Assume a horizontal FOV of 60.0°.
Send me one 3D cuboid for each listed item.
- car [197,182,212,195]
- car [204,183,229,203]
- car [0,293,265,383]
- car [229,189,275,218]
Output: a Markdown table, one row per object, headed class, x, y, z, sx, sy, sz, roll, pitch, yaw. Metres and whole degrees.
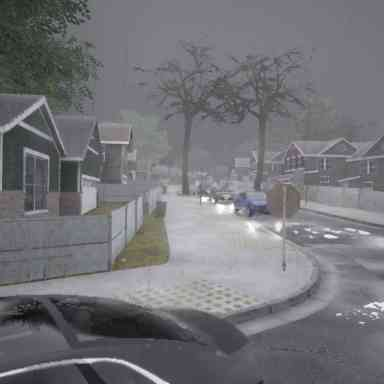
| class | x | y | z | sx | sy | sz | roll | pitch | yaw |
| --- | --- | --- | --- | --- | --- | --- | --- | --- | --- |
| car | 1.772 | -0.311 | 42.551 | 2.128 | 1.511 | 4.902 | 1 | 3 | -6 |
| car | 2.854 | 0.176 | 32.496 | 2.128 | 1.511 | 4.902 | 1 | 3 | -6 |
| car | -1.683 | 1.508 | 1.684 | 4.892 | 1.490 | 1.837 | 0 | -1 | -35 |
| car | 4.054 | 0.694 | 21.488 | 1.882 | 1.535 | 5.008 | 1 | 2 | -6 |
